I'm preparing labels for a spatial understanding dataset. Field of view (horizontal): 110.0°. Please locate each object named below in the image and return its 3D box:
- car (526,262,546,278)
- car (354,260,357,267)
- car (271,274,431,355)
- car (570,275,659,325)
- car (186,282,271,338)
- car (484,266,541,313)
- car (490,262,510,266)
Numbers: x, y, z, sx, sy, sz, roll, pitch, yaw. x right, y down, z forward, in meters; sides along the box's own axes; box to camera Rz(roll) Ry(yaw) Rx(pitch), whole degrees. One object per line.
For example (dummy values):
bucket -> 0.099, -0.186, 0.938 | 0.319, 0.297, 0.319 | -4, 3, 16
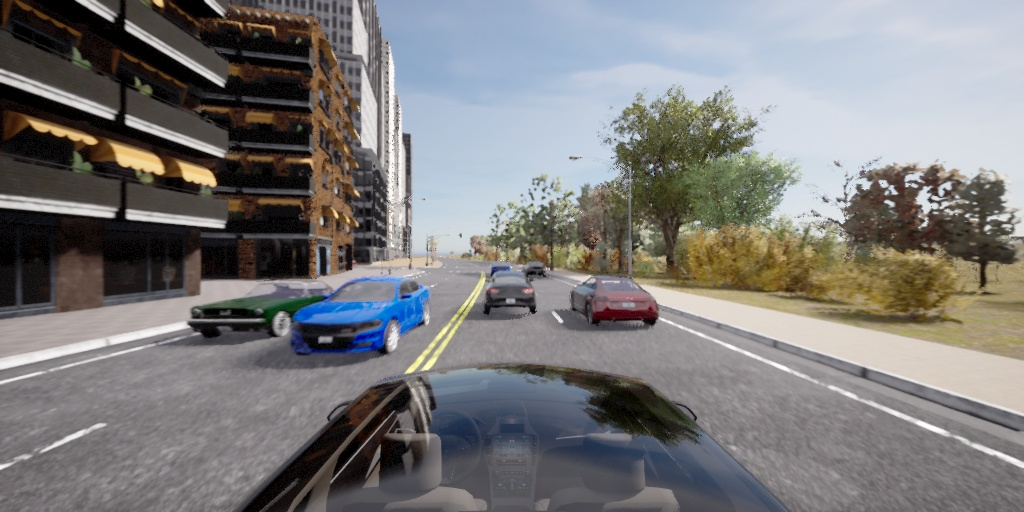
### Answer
car -> 2.136, 1.320, 35.055 | 1.837, 1.490, 4.892 | 0, 0, -4
car -> -27.381, 0.966, 58.020 | 4.097, 1.591, 1.967 | 0, 0, -13
car -> -3.372, 1.250, 8.956 | 1.882, 1.535, 5.008 | 0, 0, 0
car -> 3.198, 1.333, 11.951 | 1.994, 1.385, 4.181 | 0, 0, -1
car -> -6.629, 1.382, 10.463 | 1.895, 1.301, 4.718 | 0, 0, -1
car -> -0.103, 1.305, 13.997 | 1.812, 1.442, 4.674 | 0, 0, -2
car -> -1.166, 1.300, 35.677 | 1.882, 1.535, 5.008 | 0, 0, -4
